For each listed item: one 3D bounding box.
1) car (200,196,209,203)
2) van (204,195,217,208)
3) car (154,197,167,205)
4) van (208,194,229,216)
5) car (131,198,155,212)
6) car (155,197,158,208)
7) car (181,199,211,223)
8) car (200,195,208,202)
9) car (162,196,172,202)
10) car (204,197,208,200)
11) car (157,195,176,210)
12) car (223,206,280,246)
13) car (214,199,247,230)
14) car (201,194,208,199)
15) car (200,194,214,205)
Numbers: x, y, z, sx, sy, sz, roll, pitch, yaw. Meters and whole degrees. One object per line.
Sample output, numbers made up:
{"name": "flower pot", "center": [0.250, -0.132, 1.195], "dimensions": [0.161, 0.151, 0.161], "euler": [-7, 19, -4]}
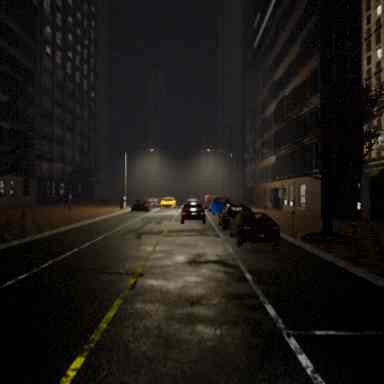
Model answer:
{"name": "car", "center": [2.686, 1.570, 71.443], "dimensions": [1.802, 1.307, 4.206], "euler": [1, 0, 0]}
{"name": "van", "center": [2.692, 1.337, 48.877], "dimensions": [1.690, 1.788, 3.998], "euler": [1, 0, 0]}
{"name": "car", "center": [-5.692, 1.542, 60.135], "dimensions": [2.008, 1.369, 4.403], "euler": [1, 0, 0]}
{"name": "van", "center": [2.695, 1.341, 31.952], "dimensions": [1.690, 1.788, 3.998], "euler": [1, 0, 0]}
{"name": "car", "center": [-5.687, 1.438, 37.564], "dimensions": [1.967, 1.590, 4.097], "euler": [1, 0, 0]}
{"name": "car", "center": [-5.690, 1.546, 48.850], "dimensions": [2.008, 1.369, 4.403], "euler": [1, 0, 0]}
{"name": "car", "center": [0.096, 1.548, 25.630], "dimensions": [2.033, 1.411, 5.357], "euler": [0, 0, 0]}
{"name": "car", "center": [2.686, 1.511, 77.254], "dimensions": [1.752, 1.417, 4.829], "euler": [1, 0, 0]}
{"name": "car", "center": [-5.695, 1.536, 77.064], "dimensions": [2.008, 1.369, 4.403], "euler": [1, 0, 0]}
{"name": "car", "center": [2.692, 1.550, 37.594], "dimensions": [2.008, 1.369, 4.403], "euler": [1, 0, 0]}
{"name": "car", "center": [-3.080, 1.474, 43.878], "dimensions": [1.882, 1.535, 5.008], "euler": [0, 0, 0]}
{"name": "car", "center": [2.695, 1.545, 15.028], "dimensions": [1.887, 1.381, 4.507], "euler": [1, 0, 0]}
{"name": "car", "center": [2.696, 1.440, 20.670], "dimensions": [1.967, 1.590, 4.097], "euler": [1, 0, 0]}
{"name": "car", "center": [2.693, 1.312, 43.235], "dimensions": [2.192, 1.841, 5.009], "euler": [1, 0, 0]}
{"name": "car", "center": [2.691, 1.307, 60.160], "dimensions": [2.192, 1.841, 5.009], "euler": [1, 0, 0]}
